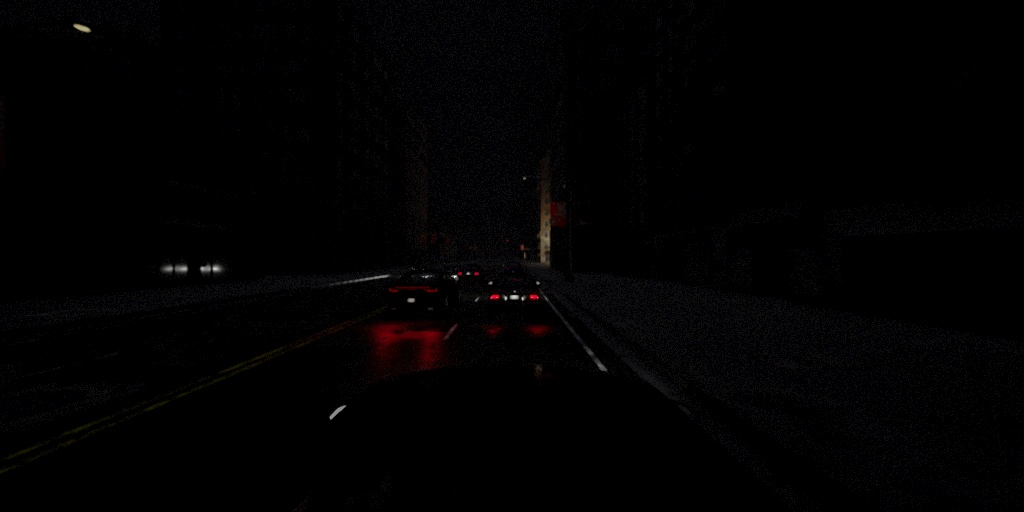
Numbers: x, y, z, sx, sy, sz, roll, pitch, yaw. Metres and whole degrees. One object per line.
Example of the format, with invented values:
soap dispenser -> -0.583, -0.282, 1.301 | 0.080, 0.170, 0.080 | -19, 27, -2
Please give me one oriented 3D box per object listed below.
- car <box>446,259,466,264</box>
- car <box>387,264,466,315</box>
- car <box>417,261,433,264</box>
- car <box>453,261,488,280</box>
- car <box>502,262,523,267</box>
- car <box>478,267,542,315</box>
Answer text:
car -> -6.600, 1.338, 39.954 | 1.812, 1.442, 4.674 | 0, 0, 0
car -> -3.170, 1.247, 13.788 | 1.882, 1.535, 5.008 | 0, 0, 0
car -> -9.849, 1.318, 40.219 | 1.837, 1.490, 4.892 | 0, 0, 0
car -> -3.168, 1.342, 28.561 | 2.033, 1.411, 5.357 | 0, 0, 0
car -> 0.091, 1.282, 35.068 | 1.882, 1.535, 5.008 | 0, 0, 0
car -> 0.083, 1.317, 13.552 | 2.033, 1.411, 5.357 | 0, 0, 0
